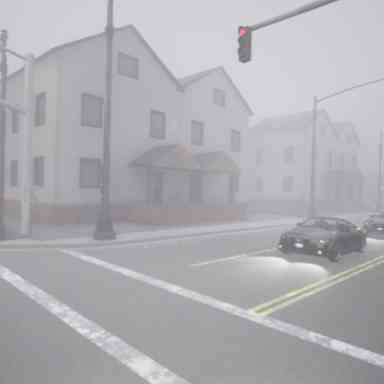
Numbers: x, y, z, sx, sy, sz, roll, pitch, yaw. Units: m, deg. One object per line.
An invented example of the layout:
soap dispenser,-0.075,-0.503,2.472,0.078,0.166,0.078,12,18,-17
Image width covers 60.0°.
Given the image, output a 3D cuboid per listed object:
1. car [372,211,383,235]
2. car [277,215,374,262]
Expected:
car,11.276,1.797,18.940,1.994,1.385,4.181,2,0,44
car,5.050,1.659,12.693,4.181,1.385,1.994,1,0,-45
